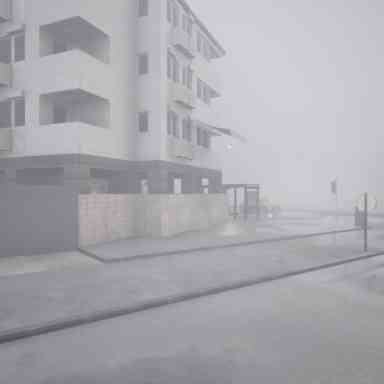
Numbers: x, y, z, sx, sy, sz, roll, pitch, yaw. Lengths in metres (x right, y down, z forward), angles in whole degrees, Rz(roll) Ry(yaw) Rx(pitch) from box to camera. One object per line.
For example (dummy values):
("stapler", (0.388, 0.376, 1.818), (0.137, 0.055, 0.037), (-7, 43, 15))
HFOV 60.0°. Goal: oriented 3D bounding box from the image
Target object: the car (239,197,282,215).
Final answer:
("car", (7.040, 1.352, 34.508), (2.097, 1.767, 4.553), (0, 0, -36))
